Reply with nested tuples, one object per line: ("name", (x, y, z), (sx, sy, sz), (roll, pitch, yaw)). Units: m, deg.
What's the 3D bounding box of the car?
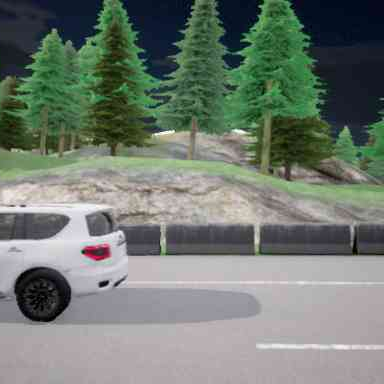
("car", (-4.127, 1.271, 6.895), (5.566, 2.045, 2.150), (0, 0, 2))
